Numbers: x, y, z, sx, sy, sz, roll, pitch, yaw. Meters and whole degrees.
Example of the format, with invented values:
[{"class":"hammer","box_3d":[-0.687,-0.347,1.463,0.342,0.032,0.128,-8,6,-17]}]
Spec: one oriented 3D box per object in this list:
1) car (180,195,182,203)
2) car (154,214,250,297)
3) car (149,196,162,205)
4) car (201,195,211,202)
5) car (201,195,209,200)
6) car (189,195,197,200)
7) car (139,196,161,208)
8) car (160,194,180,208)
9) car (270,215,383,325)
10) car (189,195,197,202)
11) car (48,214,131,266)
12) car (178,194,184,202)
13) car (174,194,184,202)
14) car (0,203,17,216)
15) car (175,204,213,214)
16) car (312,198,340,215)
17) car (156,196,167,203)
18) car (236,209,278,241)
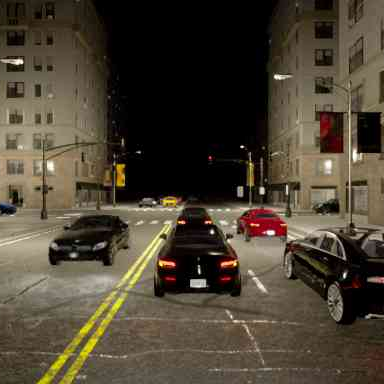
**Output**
[{"class":"car","box_3d":[-3.192,1.622,58.793,1.895,1.301,4.718,0,0,0]},{"class":"car","box_3d":[0.116,1.527,8.464,1.812,1.442,4.674,0,0,0]},{"class":"car","box_3d":[-6.442,1.526,58.908,1.837,1.490,4.892,0,0,0]},{"class":"car","box_3d":[3.432,1.558,78.098,2.033,1.411,5.357,0,0,0]},{"class":"car","box_3d":[3.456,1.443,88.518,1.994,1.385,4.181,0,0,0]},{"class":"car","box_3d":[0.206,1.443,88.526,1.994,1.385,4.181,0,0,0]},{"class":"car","box_3d":[-6.455,1.566,49.169,2.033,1.411,5.357,0,0,4]},{"class":"car","box_3d":[-3.239,1.496,49.455,1.882,1.535,5.008,0,0,-1]},{"class":"car","box_3d":[3.353,1.493,7.063,2.128,1.511,4.902,0,0,1]},{"class":"car","box_3d":[0.184,1.614,78.552,1.895,1.301,4.718,0,0,0]},{"class":"car","box_3d":[-3.344,1.528,11.720,1.812,1.442,4.674,0,0,0]},{"class":"car","box_3d":[-3.102,1.374,68.245,2.097,1.767,4.553,0,0,0]},{"class":"car","box_3d":[-3.068,1.355,78.206,2.097,1.767,4.553,0,0,0]},{"class":"car","box_3d":[-19.386,1.463,31.677,5.008,1.535,1.882,0,0,0]},{"class":"car","box_3d":[0.138,1.530,17.373,1.812,1.442,4.674,0,0,0]},{"class":"car","box_3d":[14.841,1.411,34.412,4.553,1.767,2.097,0,0,1]},{"class":"car","box_3d":[-6.339,1.548,69.060,1.812,1.442,4.674,0,0,0]},{"class":"car","box_3d":[3.286,1.529,16.158,1.812,1.442,4.674,0,0,0]}]
